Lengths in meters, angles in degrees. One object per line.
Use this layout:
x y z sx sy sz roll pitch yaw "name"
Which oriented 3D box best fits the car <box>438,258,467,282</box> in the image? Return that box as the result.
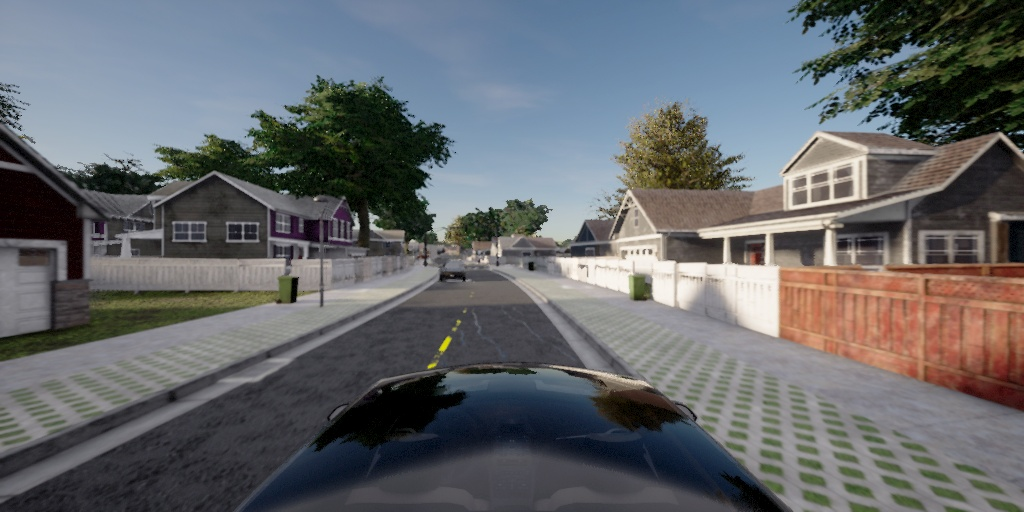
-4.479 1.103 27.589 1.882 1.535 5.008 0 0 -7 "car"
